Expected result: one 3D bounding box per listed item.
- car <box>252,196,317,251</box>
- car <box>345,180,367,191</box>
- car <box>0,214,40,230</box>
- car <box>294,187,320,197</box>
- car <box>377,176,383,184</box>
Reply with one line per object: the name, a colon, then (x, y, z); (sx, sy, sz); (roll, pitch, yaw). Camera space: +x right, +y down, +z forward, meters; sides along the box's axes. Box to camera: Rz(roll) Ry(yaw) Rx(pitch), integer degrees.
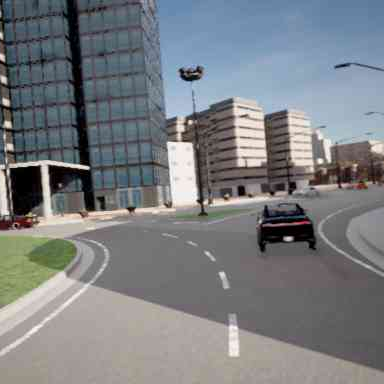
car: (3.365, 1.159, 12.493); (2.128, 1.511, 4.902); (-5, 0, 11)
car: (28.175, -1.205, 57.170); (4.553, 1.767, 2.097); (-5, 0, -42)
car: (-17.079, 2.818, 31.053); (5.357, 1.411, 2.033); (-5, 0, 8)
car: (16.051, 0.011, 46.202); (4.674, 1.442, 1.812); (-5, 0, -42)
car: (39.638, -2.333, 67.584); (5.566, 2.045, 2.150); (-5, 0, -42)
